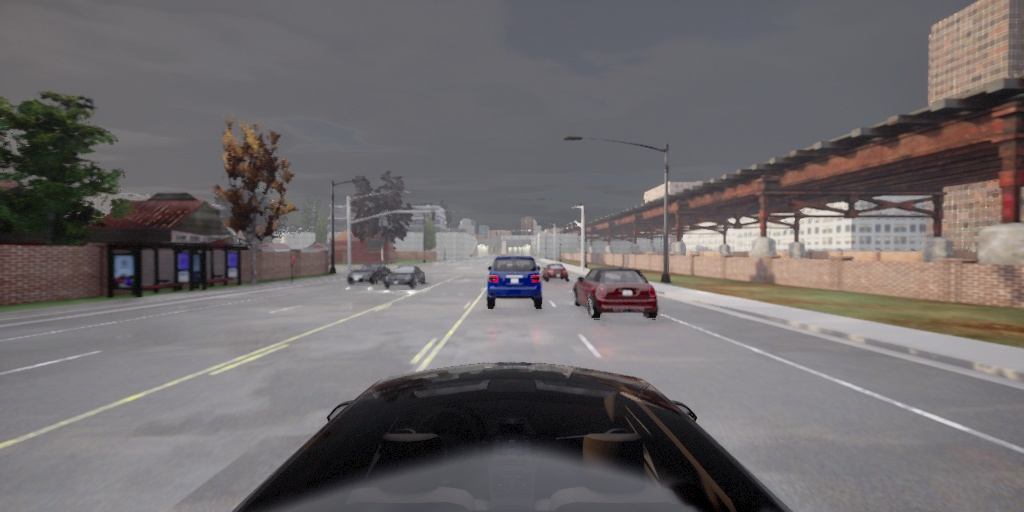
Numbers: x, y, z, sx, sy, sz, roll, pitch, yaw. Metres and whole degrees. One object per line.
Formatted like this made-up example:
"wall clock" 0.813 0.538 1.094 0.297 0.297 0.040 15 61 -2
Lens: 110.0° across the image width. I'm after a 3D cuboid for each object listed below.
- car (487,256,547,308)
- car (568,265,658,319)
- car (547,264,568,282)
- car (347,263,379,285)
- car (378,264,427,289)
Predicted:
"car" 0.096 1.042 15.683 2.150 2.045 5.566 0 -1 0
"car" 3.597 1.171 13.288 2.097 1.767 4.553 0 0 0
"car" 3.594 1.352 30.063 1.812 1.442 4.674 0 0 0
"car" -10.577 1.319 26.870 2.128 1.511 4.902 0 0 0
"car" -7.084 1.355 24.222 1.812 1.442 4.674 0 0 0
